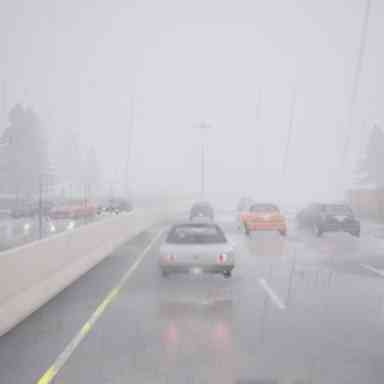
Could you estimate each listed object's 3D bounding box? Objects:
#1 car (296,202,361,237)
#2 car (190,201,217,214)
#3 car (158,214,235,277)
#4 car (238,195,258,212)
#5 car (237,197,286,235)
[{"bbox_3d":[7.233,1.342,18.161,2.097,1.767,4.553,0,0,2],"label":"car"},{"bbox_3d":[0.956,1.484,27.832,1.837,1.490,4.892,0,0,7],"label":"car"},{"bbox_3d":[0.115,1.593,10.167,1.895,1.301,4.718,0,0,0],"label":"car"},{"bbox_3d":[6.654,1.326,39.194,2.097,1.767,4.553,0,0,14],"label":"car"},{"bbox_3d":[3.765,1.339,18.683,2.097,1.767,4.553,0,0,2],"label":"car"}]
